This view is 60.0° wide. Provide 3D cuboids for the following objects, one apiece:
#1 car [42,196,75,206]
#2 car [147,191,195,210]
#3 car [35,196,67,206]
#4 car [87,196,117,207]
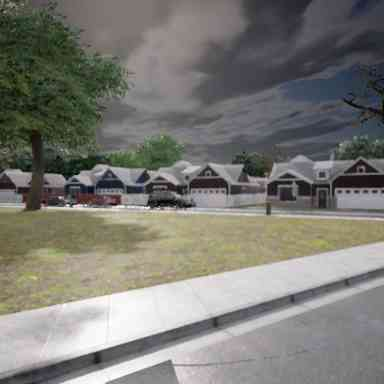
[{"bbox_3d":[-17.990,1.319,45.352,4.181,1.385,1.994,0,0,27],"label":"car"},{"bbox_3d":[-2.415,0.954,37.200,5.566,2.045,2.150,0,0,28],"label":"car"},{"bbox_3d":[-21.201,1.308,50.101,4.718,1.301,1.895,0,0,27],"label":"car"},{"bbox_3d":[-12.337,1.280,45.586,4.181,1.385,1.994,0,0,28],"label":"car"}]
